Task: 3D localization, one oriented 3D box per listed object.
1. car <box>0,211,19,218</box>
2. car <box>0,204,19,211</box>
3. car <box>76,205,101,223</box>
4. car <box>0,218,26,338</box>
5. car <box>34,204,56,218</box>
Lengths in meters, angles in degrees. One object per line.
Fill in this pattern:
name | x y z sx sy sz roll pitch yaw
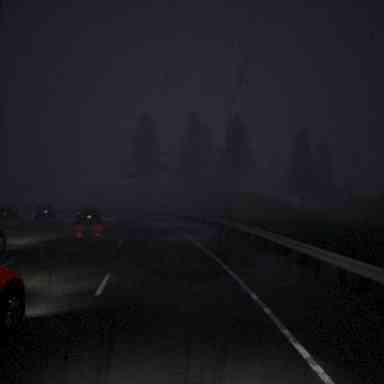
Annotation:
car | -8.083 1.632 11.339 2.128 1.511 4.902 0 -1 -8
car | -18.709 1.920 33.679 1.812 1.442 4.674 0 -1 -26
car | -8.858 1.831 28.405 1.812 1.442 4.674 0 -1 -19
car | -3.822 1.405 3.862 2.097 1.767 4.553 0 -1 -3
car | -15.335 1.954 34.717 1.994 1.385 4.181 0 -1 -25
